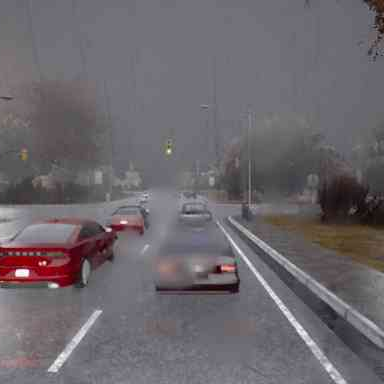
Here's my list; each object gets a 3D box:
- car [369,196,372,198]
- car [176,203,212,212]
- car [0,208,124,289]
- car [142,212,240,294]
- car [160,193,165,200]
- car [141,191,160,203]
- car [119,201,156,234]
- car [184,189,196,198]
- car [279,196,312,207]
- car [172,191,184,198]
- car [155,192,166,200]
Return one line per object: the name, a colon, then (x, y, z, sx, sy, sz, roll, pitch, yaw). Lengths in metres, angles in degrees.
car: (24.326, 1.216, 43.681, 5.357, 1.411, 2.033, 0, 1, -3)
car: (0.143, 1.375, 19.144, 2.128, 1.511, 4.902, 0, 1, -1)
car: (-3.392, 1.444, 9.124, 1.882, 1.535, 5.008, 0, 1, 0)
car: (0.105, 1.515, 8.885, 2.033, 1.411, 5.357, 0, 0, 0)
car: (-7.016, 0.962, 65.312, 2.128, 1.511, 4.902, 0, 1, 0)
car: (-7.061, 0.790, 55.139, 2.150, 2.045, 5.566, 0, 1, 0)
car: (-3.387, 1.452, 18.532, 1.994, 1.385, 4.181, 0, 1, 0)
car: (-0.269, 0.482, 82.185, 2.150, 2.045, 5.566, 0, 1, -3)
car: (13.714, 1.200, 43.067, 4.674, 1.442, 1.812, 0, 1, -3)
car: (-3.963, 0.719, 86.347, 2.128, 1.511, 4.902, 0, 1, -4)
car: (-7.079, 0.871, 75.700, 2.128, 1.511, 4.902, 0, 1, -1)
